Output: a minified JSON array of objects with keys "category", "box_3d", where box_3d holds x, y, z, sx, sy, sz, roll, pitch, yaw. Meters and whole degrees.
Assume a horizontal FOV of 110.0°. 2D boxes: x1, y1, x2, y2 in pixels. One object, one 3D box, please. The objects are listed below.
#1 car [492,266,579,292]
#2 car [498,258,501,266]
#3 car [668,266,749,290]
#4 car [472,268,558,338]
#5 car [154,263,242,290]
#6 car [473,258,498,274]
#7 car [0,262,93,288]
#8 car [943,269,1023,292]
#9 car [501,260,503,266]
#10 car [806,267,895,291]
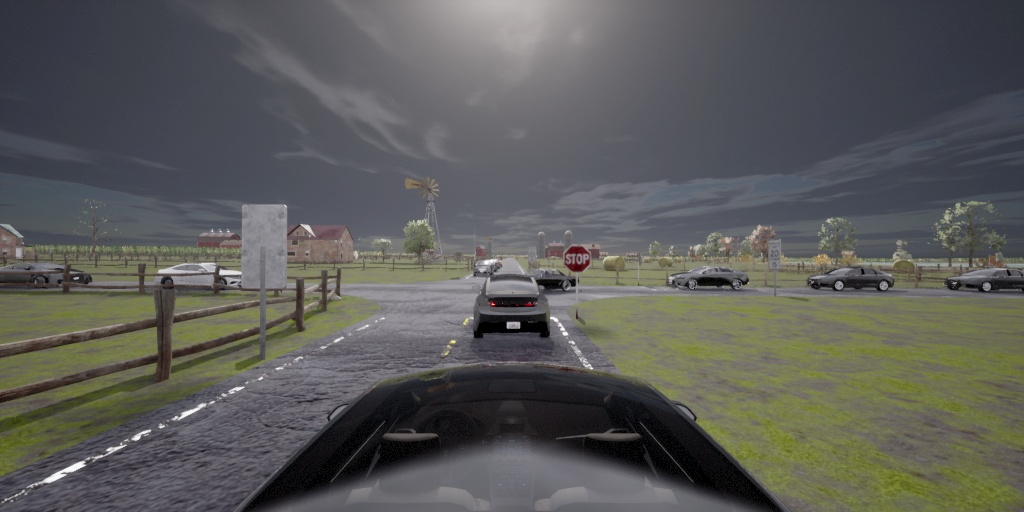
[{"category":"car","box_3d":[1.499,1.369,20.239,4.718,1.301,1.895,1,0,-35]},{"category":"car","box_3d":[-2.853,1.241,46.325,2.128,1.511,4.902,0,0,0]},{"category":"car","box_3d":[12.797,1.397,23.468,4.902,1.511,2.128,1,-1,-2]},{"category":"car","box_3d":[-0.074,1.256,10.193,1.837,1.490,4.892,0,0,-3]},{"category":"car","box_3d":[-17.244,1.103,20.149,4.674,1.442,1.812,1,-1,-1]},{"category":"car","box_3d":[-2.860,1.243,36.879,2.128,1.511,4.902,0,0,0]},{"category":"car","box_3d":[-26.364,1.048,20.027,4.181,1.385,1.994,1,-1,-1]},{"category":"car","box_3d":[31.702,1.587,23.760,4.892,1.490,1.837,1,-1,-1]},{"category":"car","box_3d":[-2.823,1.240,55.867,2.128,1.511,4.902,0,0,0]},{"category":"car","box_3d":[22.199,1.499,23.639,4.892,1.490,1.837,1,-1,-1]}]
